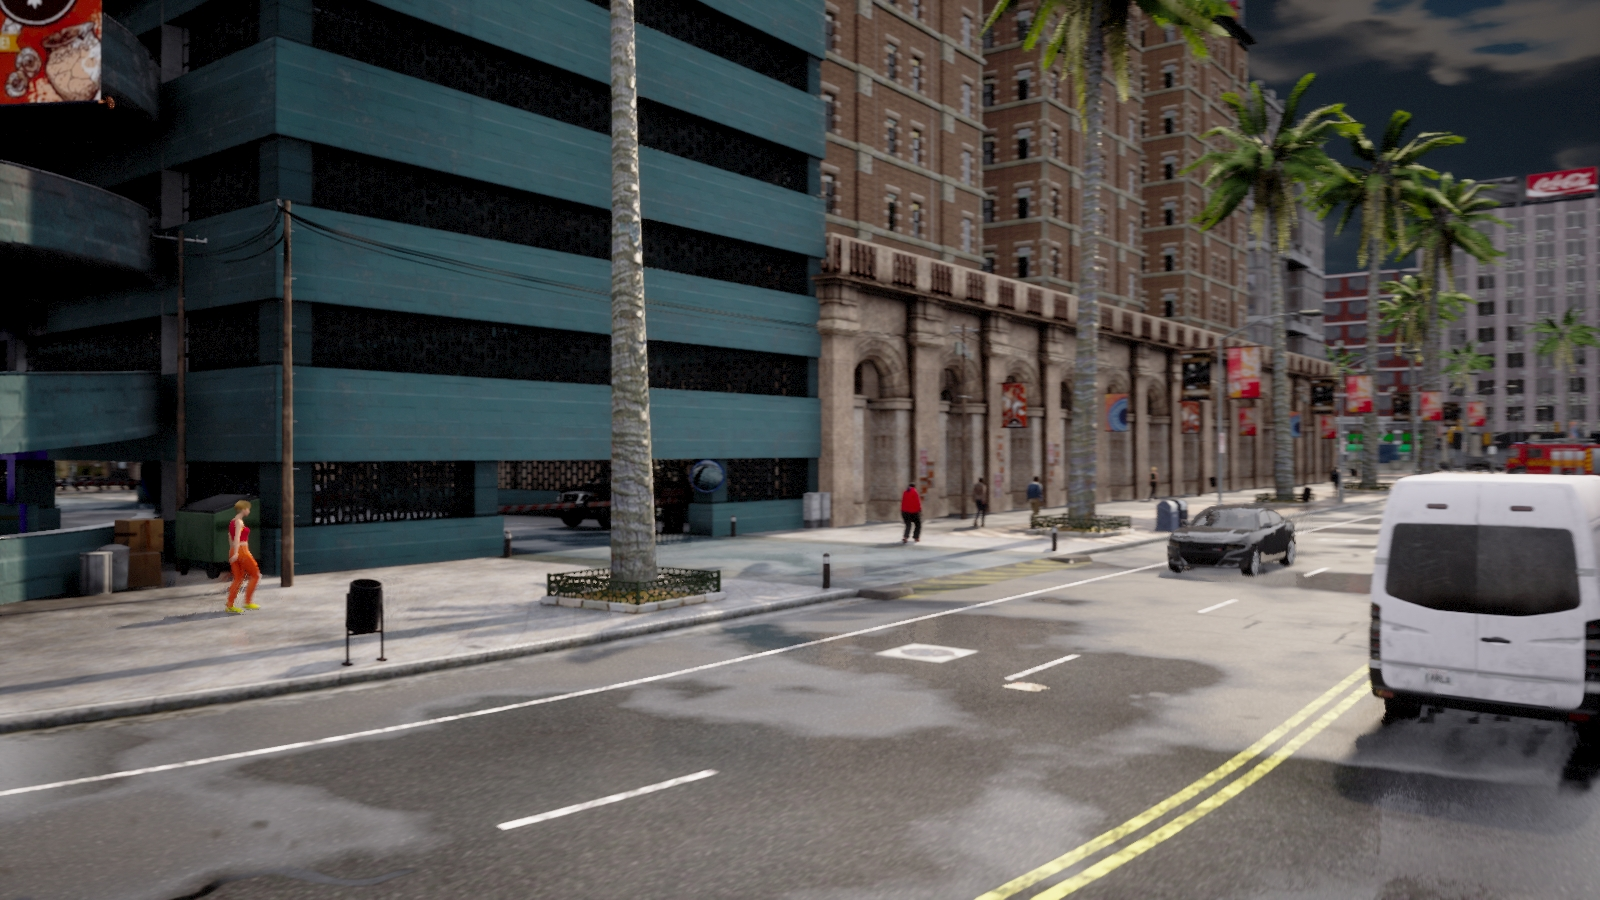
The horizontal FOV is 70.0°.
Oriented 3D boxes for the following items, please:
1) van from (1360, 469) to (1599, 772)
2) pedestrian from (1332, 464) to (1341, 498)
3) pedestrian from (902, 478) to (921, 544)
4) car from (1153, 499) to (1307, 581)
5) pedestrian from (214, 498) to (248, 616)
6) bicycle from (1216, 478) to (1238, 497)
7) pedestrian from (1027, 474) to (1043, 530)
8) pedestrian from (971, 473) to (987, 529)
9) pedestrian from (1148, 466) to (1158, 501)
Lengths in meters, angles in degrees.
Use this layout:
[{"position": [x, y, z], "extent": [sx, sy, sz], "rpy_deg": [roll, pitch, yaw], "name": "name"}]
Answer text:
[{"position": [8.134, 1.543, 12.920], "extent": [1.988, 2.561, 5.915], "rpy_deg": [0, 0, 39], "name": "van"}, {"position": [30.275, 1.747, 64.482], "extent": [0.375, 1.860, 0.375], "rpy_deg": [0, 0, 40], "name": "pedestrian"}, {"position": [3.193, 1.734, 32.700], "extent": [0.375, 1.860, 0.375], "rpy_deg": [0, 0, 38], "name": "pedestrian"}, {"position": [10.351, 2.058, 27.237], "extent": [2.097, 1.535, 5.006], "rpy_deg": [0, 0, 37], "name": "car"}, {"position": [-9.245, 1.726, 18.556], "extent": [0.375, 1.860, 0.375], "rpy_deg": [0, 0, 42], "name": "pedestrian"}, {"position": [26.391, 2.317, 70.624], "extent": [0.859, 1.080, 1.487], "rpy_deg": [0, 0, 38], "name": "bicycle"}, {"position": [7.872, 1.735, 38.255], "extent": [0.375, 1.860, 0.375], "rpy_deg": [0, 0, -44], "name": "pedestrian"}, {"position": [6.119, 1.737, 39.051], "extent": [0.375, 1.860, 0.375], "rpy_deg": [0, 0, 37], "name": "pedestrian"}, {"position": [18.648, 1.753, 60.326], "extent": [0.375, 1.860, 0.375], "rpy_deg": [0, 0, -45], "name": "pedestrian"}]
